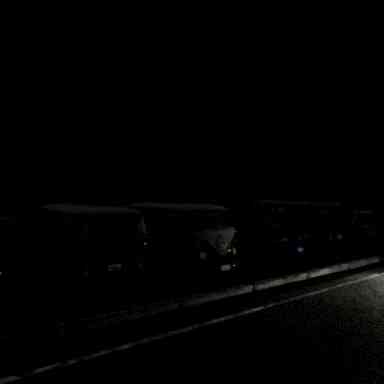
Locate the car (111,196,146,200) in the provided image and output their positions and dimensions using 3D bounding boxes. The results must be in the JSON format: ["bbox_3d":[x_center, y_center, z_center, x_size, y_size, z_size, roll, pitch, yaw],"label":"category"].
[{"bbox_3d":[-4.164,1.305,23.636,2.435,2.045,5.566,0,0,-35],"label":"car"}]

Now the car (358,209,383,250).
[{"bbox_3d":[6.336,1.607,15.099,2.002,1.452,4.674,0,0,-36],"label":"car"}]

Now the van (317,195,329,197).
[{"bbox_3d":[16.088,1.404,38.261,1.878,1.987,4.442,0,0,-35],"label":"van"}]

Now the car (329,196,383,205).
[{"bbox_3d":[10.919,1.332,18.330,2.435,2.045,5.566,0,0,-36],"label":"car"}]

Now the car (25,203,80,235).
[{"bbox_3d":[-8.698,1.538,20.431,2.097,1.535,5.008,0,0,-36],"label":"car"}]

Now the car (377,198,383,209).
[{"bbox_3d":[29.716,1.684,47.833,2.231,1.521,4.892,0,0,-36],"label":"car"}]

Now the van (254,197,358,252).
[{"bbox_3d":[3.988,1.333,13.564,1.878,1.987,4.442,0,0,-36],"label":"van"}]

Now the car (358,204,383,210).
[{"bbox_3d":[8.727,1.572,16.573,1.946,1.575,5.366,0,0,-36],"label":"car"}]

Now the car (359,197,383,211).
[{"bbox_3d":[25.176,1.538,44.640,2.185,1.767,4.553,0,0,-36],"label":"car"}]

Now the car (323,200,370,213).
[{"bbox_3d":[18.415,1.678,39.775,2.002,1.452,4.674,0,0,-35],"label":"car"}]

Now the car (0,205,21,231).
[{"bbox_3d":[-11.069,1.522,18.972,1.946,1.575,5.366,0,0,-35],"label":"car"}]

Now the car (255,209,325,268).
[{"bbox_3d":[1.776,1.550,11.836,2.097,1.535,5.008,0,0,-36],"label":"car"}]

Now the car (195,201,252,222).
[{"bbox_3d":[2.594,1.582,28.501,2.231,1.521,4.892,0,0,-36],"label":"car"}]

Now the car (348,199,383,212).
[{"bbox_3d":[22.935,1.695,43.000,2.002,1.452,4.674,0,0,-36],"label":"car"}]

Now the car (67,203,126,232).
[{"bbox_3d":[-6.436,1.549,22.043,2.231,1.521,4.892,0,0,-36],"label":"car"}]

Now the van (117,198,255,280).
[{"bbox_3d":[-0.444,1.316,10.116,1.878,1.987,4.442,0,0,-36],"label":"van"}]

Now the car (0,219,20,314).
[{"bbox_3d":[-5.092,1.545,6.979,2.163,1.488,4.792,0,0,-36],"label":"car"}]

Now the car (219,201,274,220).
[{"bbox_3d":[4.840,1.618,30.131,2.163,1.488,4.792,0,0,-35],"label":"car"}]

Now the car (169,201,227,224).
[{"bbox_3d":[0.335,1.573,26.888,2.097,1.535,5.008,0,0,-36],"label":"car"}]

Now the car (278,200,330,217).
[{"bbox_3d":[11.653,1.643,34.919,2.163,1.488,4.792,0,0,-36],"label":"car"}]

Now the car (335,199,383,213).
[{"bbox_3d":[20.678,1.646,41.386,2.097,1.535,5.008,0,0,-36],"label":"car"}]

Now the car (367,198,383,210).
[{"bbox_3d":[27.450,1.673,46.231,2.097,1.535,5.008,0,0,-36],"label":"car"}]

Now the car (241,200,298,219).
[{"bbox_3d":[7.224,1.594,31.567,1.946,1.575,5.366,0,0,-35],"label":"car"}]

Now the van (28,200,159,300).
[{"bbox_3d":[-2.860,1.302,8.679,1.878,1.987,4.442,0,0,-36],"label":"van"}]
